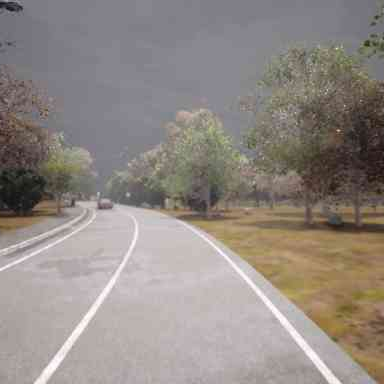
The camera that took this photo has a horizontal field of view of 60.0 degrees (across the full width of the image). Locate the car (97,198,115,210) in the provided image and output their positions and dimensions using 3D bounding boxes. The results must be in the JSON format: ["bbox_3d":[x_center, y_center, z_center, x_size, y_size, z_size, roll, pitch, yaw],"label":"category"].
[{"bbox_3d":[-11.692,1.590,44.864,1.812,1.442,4.674,2,1,-20],"label":"car"}]
